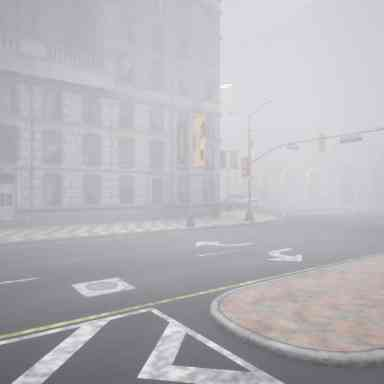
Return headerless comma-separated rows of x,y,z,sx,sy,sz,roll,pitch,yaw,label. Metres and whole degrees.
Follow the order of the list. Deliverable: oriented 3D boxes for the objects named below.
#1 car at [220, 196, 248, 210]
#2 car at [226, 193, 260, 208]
4.725,1.564,43.414,1.994,1.385,4.181,0,0,-36,car
6.897,1.221,46.378,2.150,2.045,5.566,0,0,-37,car
